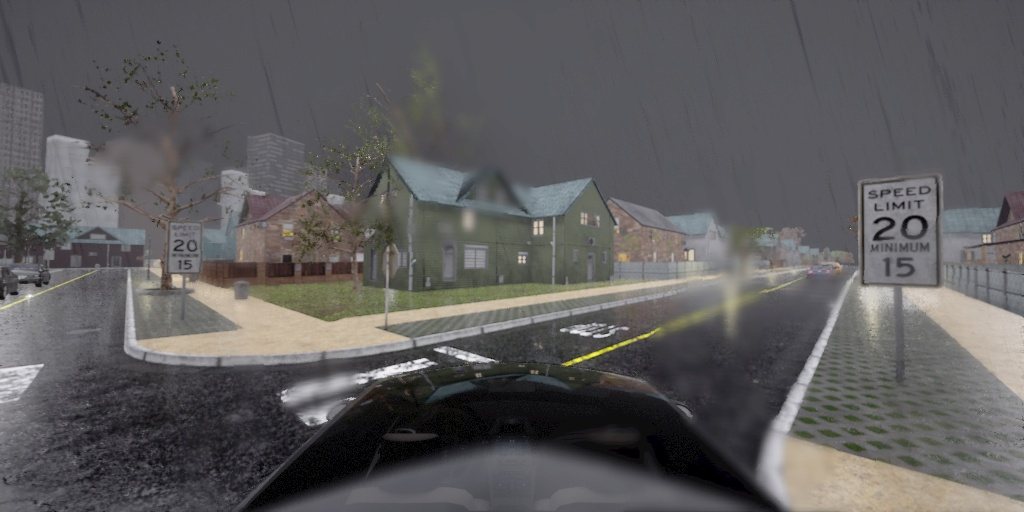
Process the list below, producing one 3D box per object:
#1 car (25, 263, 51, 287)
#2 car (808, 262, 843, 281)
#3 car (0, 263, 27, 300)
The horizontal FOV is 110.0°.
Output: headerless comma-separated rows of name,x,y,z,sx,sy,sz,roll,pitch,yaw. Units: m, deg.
car,-32.078,1.236,23.559,4.902,1.511,2.128,0,-2,43
car,27.496,1.409,31.686,2.033,1.411,5.357,-1,-1,45
car,-24.709,1.218,16.642,4.892,1.490,1.837,0,-2,43
